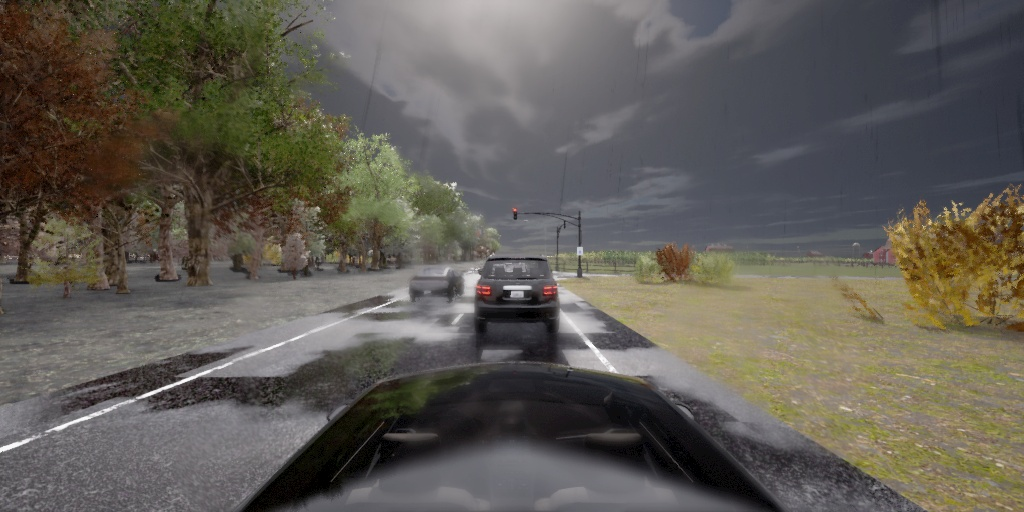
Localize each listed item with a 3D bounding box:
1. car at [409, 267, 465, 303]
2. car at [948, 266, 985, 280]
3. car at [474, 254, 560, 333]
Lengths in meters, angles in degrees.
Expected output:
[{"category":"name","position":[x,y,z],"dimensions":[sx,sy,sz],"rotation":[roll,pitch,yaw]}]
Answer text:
[{"category":"car","position":[-3.369,1.245,16.756],"dimensions":[2.128,1.511,4.902],"rotation":[0,0,0]},{"category":"car","position":[48.592,1.782,39.188],"dimensions":[4.892,1.490,1.837],"rotation":[1,-1,0]},{"category":"car","position":[0.119,0.974,10.910],"dimensions":[2.150,2.045,5.566],"rotation":[0,0,0]}]
